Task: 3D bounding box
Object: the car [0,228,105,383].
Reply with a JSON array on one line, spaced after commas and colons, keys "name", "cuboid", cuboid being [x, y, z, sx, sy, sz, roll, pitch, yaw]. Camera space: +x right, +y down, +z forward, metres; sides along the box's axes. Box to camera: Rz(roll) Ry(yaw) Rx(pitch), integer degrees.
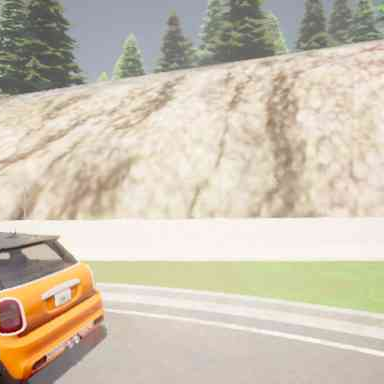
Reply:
[{"name": "car", "cuboid": [-3.675, 1.374, 4.731, 4.553, 1.767, 2.097, -1, 1, 15]}]
